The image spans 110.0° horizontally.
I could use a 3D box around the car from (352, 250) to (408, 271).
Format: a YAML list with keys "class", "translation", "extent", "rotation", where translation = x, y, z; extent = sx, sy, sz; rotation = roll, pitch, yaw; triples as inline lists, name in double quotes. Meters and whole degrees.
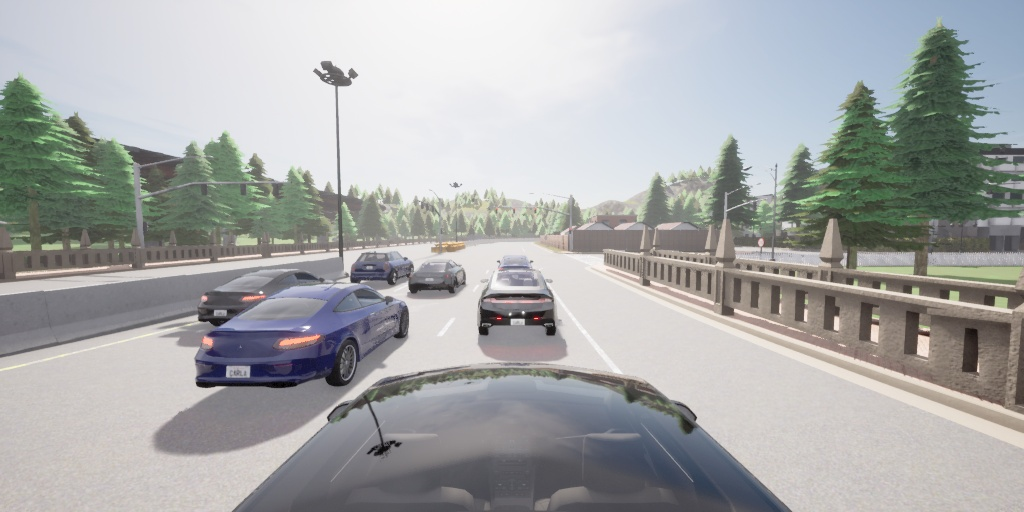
- class: "car"
  translation: [-6.831, 0.460, 19.338]
  extent: [2.097, 1.767, 4.553]
  rotation: [0, 3, 0]

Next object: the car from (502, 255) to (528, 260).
- class: "car"
  translation: [0.167, 0.657, 18.923]
  extent: [1.812, 1.442, 4.674]
  rotation: [0, 3, 0]

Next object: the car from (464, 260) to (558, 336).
- class: "car"
  translation: [0.132, 1.082, 9.924]
  extent: [2.128, 1.511, 4.902]
  rotation: [0, 2, 0]

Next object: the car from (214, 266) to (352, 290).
- class: "car"
  translation: [-6.861, 1.090, 10.747]
  extent: [1.812, 1.442, 4.674]
  rotation: [0, 2, 0]

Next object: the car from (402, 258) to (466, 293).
- class: "car"
  translation: [-3.345, 0.823, 16.650]
  extent: [1.994, 1.385, 4.181]
  rotation: [0, 3, 1]

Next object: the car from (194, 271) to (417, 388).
- class: "car"
  translation: [-3.379, 1.214, 6.738]
  extent: [1.812, 1.442, 4.674]
  rotation: [0, 1, 0]
